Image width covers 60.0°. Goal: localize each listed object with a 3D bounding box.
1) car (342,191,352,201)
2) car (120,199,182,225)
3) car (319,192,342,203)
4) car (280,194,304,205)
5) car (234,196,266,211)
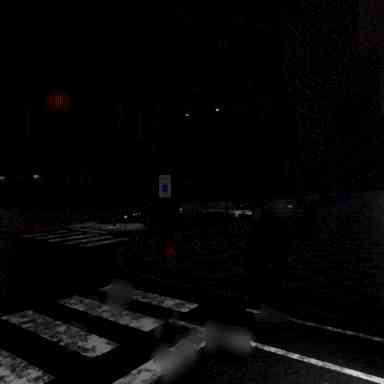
[{"bbox_3d":[25.394,0.653,55.701,1.882,1.535,5.008,0,1,36],"label":"car"},{"bbox_3d":[-2.603,1.247,22.038,1.837,1.490,4.892,0,1,35],"label":"car"},{"bbox_3d":[19.511,0.814,47.473,1.837,1.490,4.892,0,1,36],"label":"car"},{"bbox_3d":[13.259,0.979,44.172,1.895,1.301,4.718,0,1,36],"label":"car"},{"bbox_3d":[6.011,1.108,34.074,1.994,1.385,4.181,0,1,36],"label":"car"}]
